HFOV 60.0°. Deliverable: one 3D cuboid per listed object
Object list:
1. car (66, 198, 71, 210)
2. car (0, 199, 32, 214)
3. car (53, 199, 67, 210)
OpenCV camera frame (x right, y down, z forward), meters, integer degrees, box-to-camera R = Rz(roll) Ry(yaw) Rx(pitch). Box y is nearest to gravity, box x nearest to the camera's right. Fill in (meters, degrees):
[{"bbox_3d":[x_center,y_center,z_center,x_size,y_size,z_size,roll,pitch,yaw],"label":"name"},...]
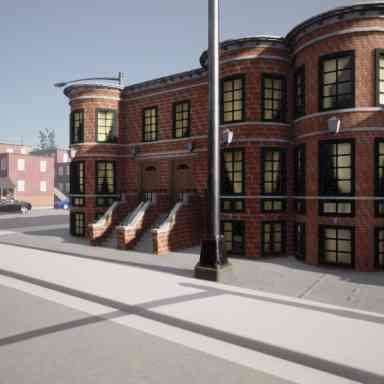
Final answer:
[{"bbox_3d":[-12.880,1.601,41.827,1.895,1.301,4.718,0,0,36],"label":"car"},{"bbox_3d":[-18.780,1.492,33.586,2.128,1.511,4.902,0,0,36],"label":"car"},{"bbox_3d":[-15.740,1.478,43.847,1.882,1.535,5.008,0,0,35],"label":"car"}]
